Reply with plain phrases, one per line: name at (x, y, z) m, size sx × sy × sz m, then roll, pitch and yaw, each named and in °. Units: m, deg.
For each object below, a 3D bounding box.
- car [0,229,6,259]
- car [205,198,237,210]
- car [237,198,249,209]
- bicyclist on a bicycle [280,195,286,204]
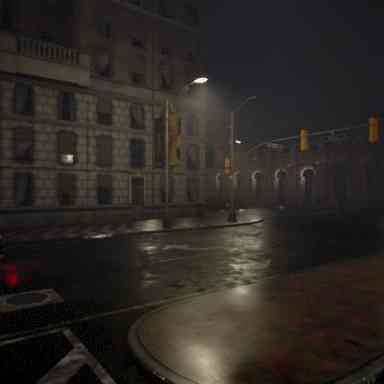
car at (-7.529, 1.491, 8.446) m, size 4.902 × 1.511 × 2.128 m, roll 0°, pitch 0°, yaw -35°
car at (2.966, 1.491, 43.026) m, size 2.128 × 1.511 × 4.902 m, roll 0°, pitch 0°, yaw -36°
car at (5.710, 1.526, 45.207) m, size 1.812 × 1.442 × 4.674 m, roll 0°, pitch 0°, yaw -36°
bicyclist on a bicycle at (15.449, 1.300, 56.436) m, size 1.656 × 1.620 × 0.582 m, roll 0°, pitch 0°, yaw -36°
